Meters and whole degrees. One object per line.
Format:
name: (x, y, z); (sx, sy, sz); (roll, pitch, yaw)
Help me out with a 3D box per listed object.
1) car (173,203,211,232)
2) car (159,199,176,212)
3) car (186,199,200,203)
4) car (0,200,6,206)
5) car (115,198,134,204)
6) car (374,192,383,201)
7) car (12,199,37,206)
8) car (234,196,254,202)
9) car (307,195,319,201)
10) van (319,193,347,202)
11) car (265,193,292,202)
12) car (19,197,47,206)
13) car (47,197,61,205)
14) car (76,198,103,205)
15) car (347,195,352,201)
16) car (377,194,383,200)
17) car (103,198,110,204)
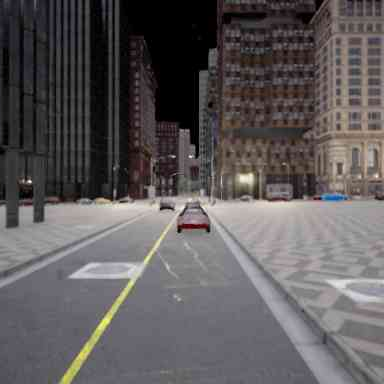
car: (0.102, 1.591, 20.424); (1.994, 1.385, 4.181); (0, 0, 0)
car: (-3.005, 1.627, 41.236); (2.033, 1.411, 5.357); (0, 0, 0)
car: (0.101, 1.570, 40.990); (2.128, 1.511, 4.902); (0, 0, 0)
car: (-43.361, 2.417, 74.897); (4.206, 1.307, 1.802); (-1, 1, 0)
car: (-15.137, 1.946, 74.893); (4.313, 1.339, 1.947); (-1, 1, 0)
car: (39.055, 0.915, 66.455); (5.009, 1.841, 2.192); (-1, 0, 0)
car: (-37.711, 2.285, 74.895); (4.507, 1.381, 1.887); (-1, 1, 0)
car: (11.771, 1.539, 74.985); (4.403, 1.369, 2.008); (-1, 1, 0)
car: (28.148, 1.312, 74.983); (4.507, 1.381, 1.887); (-1, 1, 0)
van: (28.135, 1.080, 66.456); (3.998, 1.788, 1.690); (-1, 1, 0)
car: (17.215, 1.199, 66.458); (5.009, 1.841, 2.192); (-1, 1, 0)
car: (-32.076, 2.163, 66.370); (4.507, 1.381, 1.887); (-1, 1, 0)
car: (-32.071, 1.962, 74.891); (5.009, 1.841, 2.192); (-1, 1, 0)
car: (-20.790, 1.989, 66.369); (4.403, 1.369, 2.008); (-1, 1, 0)
car: (33.607, 1.247, 74.982); (4.403, 1.369, 2.008); (-1, 1, 0)
car: (44.526, 1.113, 74.981); (4.403, 1.369, 2.008); (-1, 1, 0)
car: (-20.950, 1.995, 74.893); (4.829, 1.417, 1.752); (-1, 1, 0)
